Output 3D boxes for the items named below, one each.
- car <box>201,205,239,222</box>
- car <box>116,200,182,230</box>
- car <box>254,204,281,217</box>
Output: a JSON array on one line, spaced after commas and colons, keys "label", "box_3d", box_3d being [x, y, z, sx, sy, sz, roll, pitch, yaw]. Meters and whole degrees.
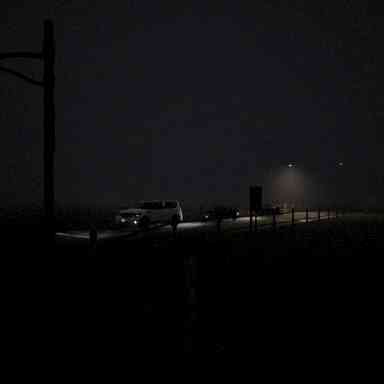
[{"label": "car", "box_3d": [2.807, 2.067, 32.560, 2.128, 1.511, 4.902, 0, -1, 36]}, {"label": "car", "box_3d": [-3.000, 1.607, 24.616, 2.150, 2.045, 5.566, 0, -1, 36]}, {"label": "car", "box_3d": [9.492, 2.287, 41.699, 2.128, 1.511, 4.902, 0, -1, 36]}]
